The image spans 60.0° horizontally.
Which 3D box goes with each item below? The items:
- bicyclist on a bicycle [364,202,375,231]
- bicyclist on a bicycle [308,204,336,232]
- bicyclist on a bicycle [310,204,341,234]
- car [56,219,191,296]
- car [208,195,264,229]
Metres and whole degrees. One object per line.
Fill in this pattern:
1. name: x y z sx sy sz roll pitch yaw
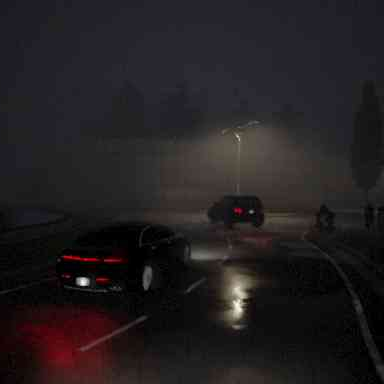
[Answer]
1. bicyclist on a bicycle: 10.225 1.431 19.193 0.582 1.620 1.656 1 0 34
2. bicyclist on a bicycle: 7.928 1.551 20.313 1.656 1.620 0.582 1 0 -23
3. bicyclist on a bicycle: 7.570 1.547 18.906 1.656 1.620 0.582 0 0 23
4. car: -1.437 1.484 8.756 1.837 1.490 4.892 1 0 16
5. car: 2.841 1.251 22.348 2.150 2.045 5.566 1 0 -14
